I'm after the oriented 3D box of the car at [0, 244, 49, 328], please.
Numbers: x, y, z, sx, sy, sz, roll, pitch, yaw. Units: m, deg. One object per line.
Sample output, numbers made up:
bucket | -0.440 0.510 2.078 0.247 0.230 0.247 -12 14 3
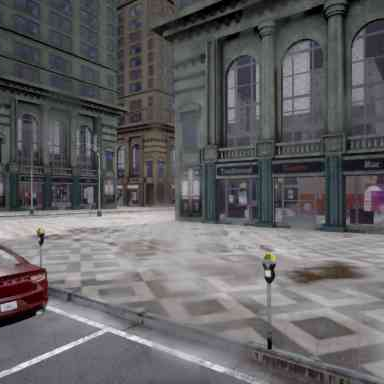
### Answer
car | -4.501 1.545 6.182 4.507 1.381 1.887 0 0 35
